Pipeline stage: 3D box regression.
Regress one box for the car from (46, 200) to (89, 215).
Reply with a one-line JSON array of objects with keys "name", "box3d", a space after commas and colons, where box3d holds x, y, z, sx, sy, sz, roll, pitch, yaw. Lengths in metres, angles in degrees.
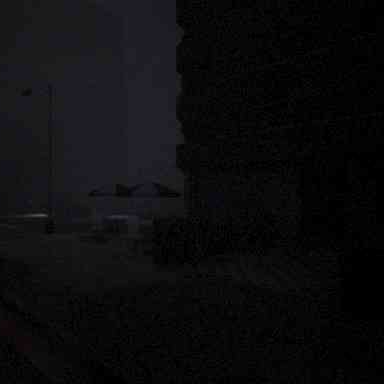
[{"name": "car", "box3d": [-12.918, 1.579, 34.646, 4.181, 1.385, 1.994, 0, 0, -45]}]
